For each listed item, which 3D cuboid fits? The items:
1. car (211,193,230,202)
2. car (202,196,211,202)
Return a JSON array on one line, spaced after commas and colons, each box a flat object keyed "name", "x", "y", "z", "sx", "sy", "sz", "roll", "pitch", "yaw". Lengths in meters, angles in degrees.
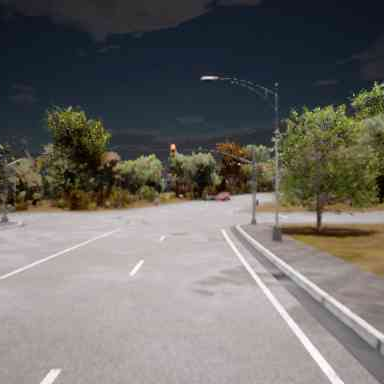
[{"name": "car", "x": 7.132, "y": 1.258, "z": 78.184, "sx": 2.150, "sy": 2.045, "sz": 5.566, "roll": 0, "pitch": 2, "yaw": 26}, {"name": "car", "x": 4.189, "y": 1.579, "z": 80.128, "sx": 2.033, "sy": 1.411, "sz": 5.357, "roll": 0, "pitch": 2, "yaw": 26}]
